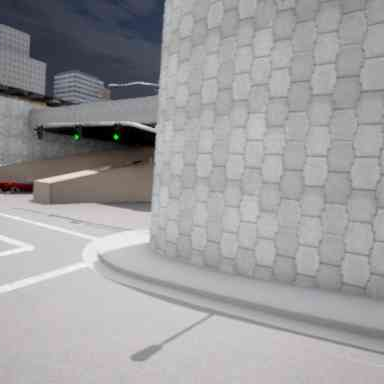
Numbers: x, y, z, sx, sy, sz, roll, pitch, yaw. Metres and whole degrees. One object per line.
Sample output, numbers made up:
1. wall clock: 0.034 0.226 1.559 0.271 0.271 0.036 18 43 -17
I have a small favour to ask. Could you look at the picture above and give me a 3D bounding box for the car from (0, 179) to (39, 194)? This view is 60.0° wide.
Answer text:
1. car: -14.639 -0.519 29.661 1.895 1.301 4.718 6 4 34
